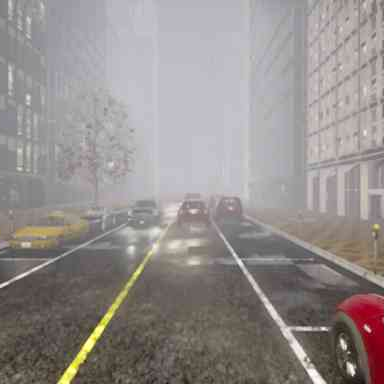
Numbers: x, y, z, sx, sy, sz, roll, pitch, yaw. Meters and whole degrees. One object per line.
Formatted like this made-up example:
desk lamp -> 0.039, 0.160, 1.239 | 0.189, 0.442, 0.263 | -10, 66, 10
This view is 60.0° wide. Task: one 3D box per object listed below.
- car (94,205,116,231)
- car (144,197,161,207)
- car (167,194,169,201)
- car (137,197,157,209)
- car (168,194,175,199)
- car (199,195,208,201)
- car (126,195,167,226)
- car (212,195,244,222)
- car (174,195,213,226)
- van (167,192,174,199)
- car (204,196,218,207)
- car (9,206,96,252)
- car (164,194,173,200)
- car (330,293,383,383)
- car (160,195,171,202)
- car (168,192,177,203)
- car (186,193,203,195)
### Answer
car -> -5.688, 1.485, 19.676 | 2.008, 1.369, 4.403 | 0, 0, 0
car -> -5.689, 1.395, 48.138 | 1.947, 1.339, 4.313 | 0, 0, 0
car -> -5.689, 1.365, 59.521 | 1.802, 1.307, 4.206 | 0, 0, 0
car -> -5.688, 1.403, 42.445 | 2.008, 1.369, 4.403 | 0, 0, 0
car -> -5.690, 1.216, 93.676 | 1.802, 1.307, 4.206 | 0, 0, 0
car -> 2.691, 1.276, 76.586 | 1.947, 1.339, 4.313 | 0, 0, 0
car -> -3.099, 1.276, 22.803 | 2.097, 1.767, 4.553 | 0, 0, 0
car -> 2.694, 1.230, 25.356 | 2.192, 1.841, 5.009 | 0, 0, 0
car -> 0.098, 1.277, 22.850 | 2.097, 1.767, 4.553 | 0, 0, 0
van -> -5.689, 1.001, 87.983 | 1.690, 1.788, 3.998 | 0, 0, 0
car -> 2.692, 1.354, 48.295 | 1.752, 1.417, 4.829 | 0, 0, 0
car -> -5.687, 1.480, 13.813 | 1.752, 1.417, 4.829 | 0, 0, 0
car -> -5.690, 1.230, 82.291 | 1.887, 1.381, 4.507 | 0, 0, 0
car -> 2.694, 1.432, 2.588 | 1.967, 1.590, 4.097 | 0, 0, 0
car -> -5.689, 1.285, 70.907 | 2.008, 1.369, 4.403 | 0, 0, 0
car -> -3.031, 1.242, 63.913 | 1.882, 1.535, 5.008 | 0, 0, 1
car -> 0.097, 1.083, 40.440 | 2.150, 2.045, 5.566 | 0, 0, 0
